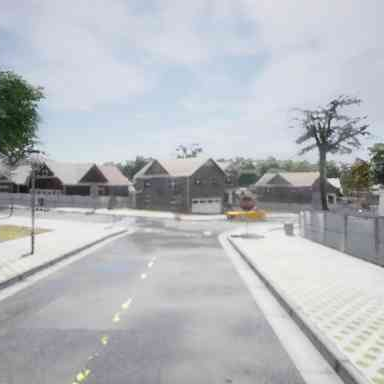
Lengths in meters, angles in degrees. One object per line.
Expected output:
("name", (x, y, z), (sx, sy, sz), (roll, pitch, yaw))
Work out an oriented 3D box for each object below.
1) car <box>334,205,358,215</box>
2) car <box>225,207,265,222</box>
("car", (23.609, 2.785, 50.835), (4.553, 1.767, 2.097), (2, -1, -43))
("car", (5.471, 2.219, 33.883), (5.008, 1.535, 1.882), (2, -1, -44))
